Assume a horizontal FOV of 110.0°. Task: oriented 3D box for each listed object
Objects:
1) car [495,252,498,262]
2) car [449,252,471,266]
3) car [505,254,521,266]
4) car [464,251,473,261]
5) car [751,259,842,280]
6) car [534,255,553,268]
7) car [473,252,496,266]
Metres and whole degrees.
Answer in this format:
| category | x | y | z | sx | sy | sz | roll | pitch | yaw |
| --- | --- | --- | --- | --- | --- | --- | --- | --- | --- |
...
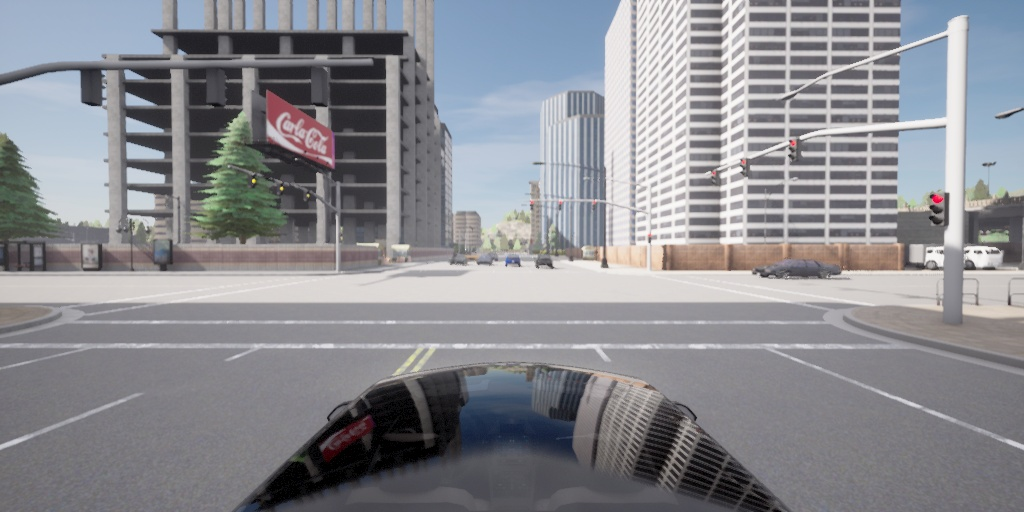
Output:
| category | x | y | z | sx | sy | sz | roll | pitch | yaw |
| --- | --- | --- | --- | --- | --- | --- | --- | --- | --- |
| car | -3.511 | 0.126 | 63.008 | 2.097 | 1.767 | 4.553 | 0 | 1 | 1 |
| car | -7.051 | 0.525 | 47.535 | 1.837 | 1.490 | 4.892 | 0 | 1 | 0 |
| car | 0.126 | 0.508 | 46.921 | 1.882 | 1.535 | 5.008 | 0 | 1 | 0 |
| car | -6.991 | 0.222 | 64.876 | 1.882 | 1.535 | 5.008 | 0 | 1 | 1 |
| car | 20.285 | 0.917 | 25.623 | 5.357 | 1.411 | 2.033 | 0 | 1 | 0 |
| car | 3.622 | 0.624 | 41.359 | 1.837 | 1.490 | 4.892 | 0 | 1 | 0 |
| car | -3.554 | 0.571 | 47.314 | 2.033 | 1.411 | 5.357 | 0 | 1 | 0 |
